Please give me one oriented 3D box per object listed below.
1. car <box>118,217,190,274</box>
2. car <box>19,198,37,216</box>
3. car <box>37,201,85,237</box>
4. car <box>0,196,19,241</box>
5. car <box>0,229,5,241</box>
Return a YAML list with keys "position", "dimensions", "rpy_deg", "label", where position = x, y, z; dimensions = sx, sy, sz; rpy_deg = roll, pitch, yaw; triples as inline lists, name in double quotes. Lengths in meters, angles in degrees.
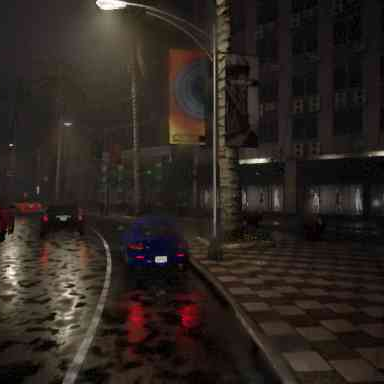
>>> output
- position: [-1.323, 1.524, 10.585]
  dimensions: [1.812, 1.442, 4.674]
  rpy_deg: [0, 0, -14]
  label: "car"
- position: [-16.212, 1.334, 32.136]
  dimensions: [2.097, 1.767, 4.553]
  rpy_deg: [0, 0, -43]
  label: "car"
- position: [-7.156, 1.344, 18.202]
  dimensions: [2.097, 1.767, 4.553]
  rpy_deg: [0, 0, -24]
  label: "car"
- position: [-10.035, 1.215, 16.148]
  dimensions: [2.150, 2.045, 5.566]
  rpy_deg: [0, 0, -23]
  label: "car"
- position: [-3.174, 1.349, 1.626]
  dimensions: [2.097, 1.767, 4.553]
  rpy_deg: [0, 0, -3]
  label: "car"
